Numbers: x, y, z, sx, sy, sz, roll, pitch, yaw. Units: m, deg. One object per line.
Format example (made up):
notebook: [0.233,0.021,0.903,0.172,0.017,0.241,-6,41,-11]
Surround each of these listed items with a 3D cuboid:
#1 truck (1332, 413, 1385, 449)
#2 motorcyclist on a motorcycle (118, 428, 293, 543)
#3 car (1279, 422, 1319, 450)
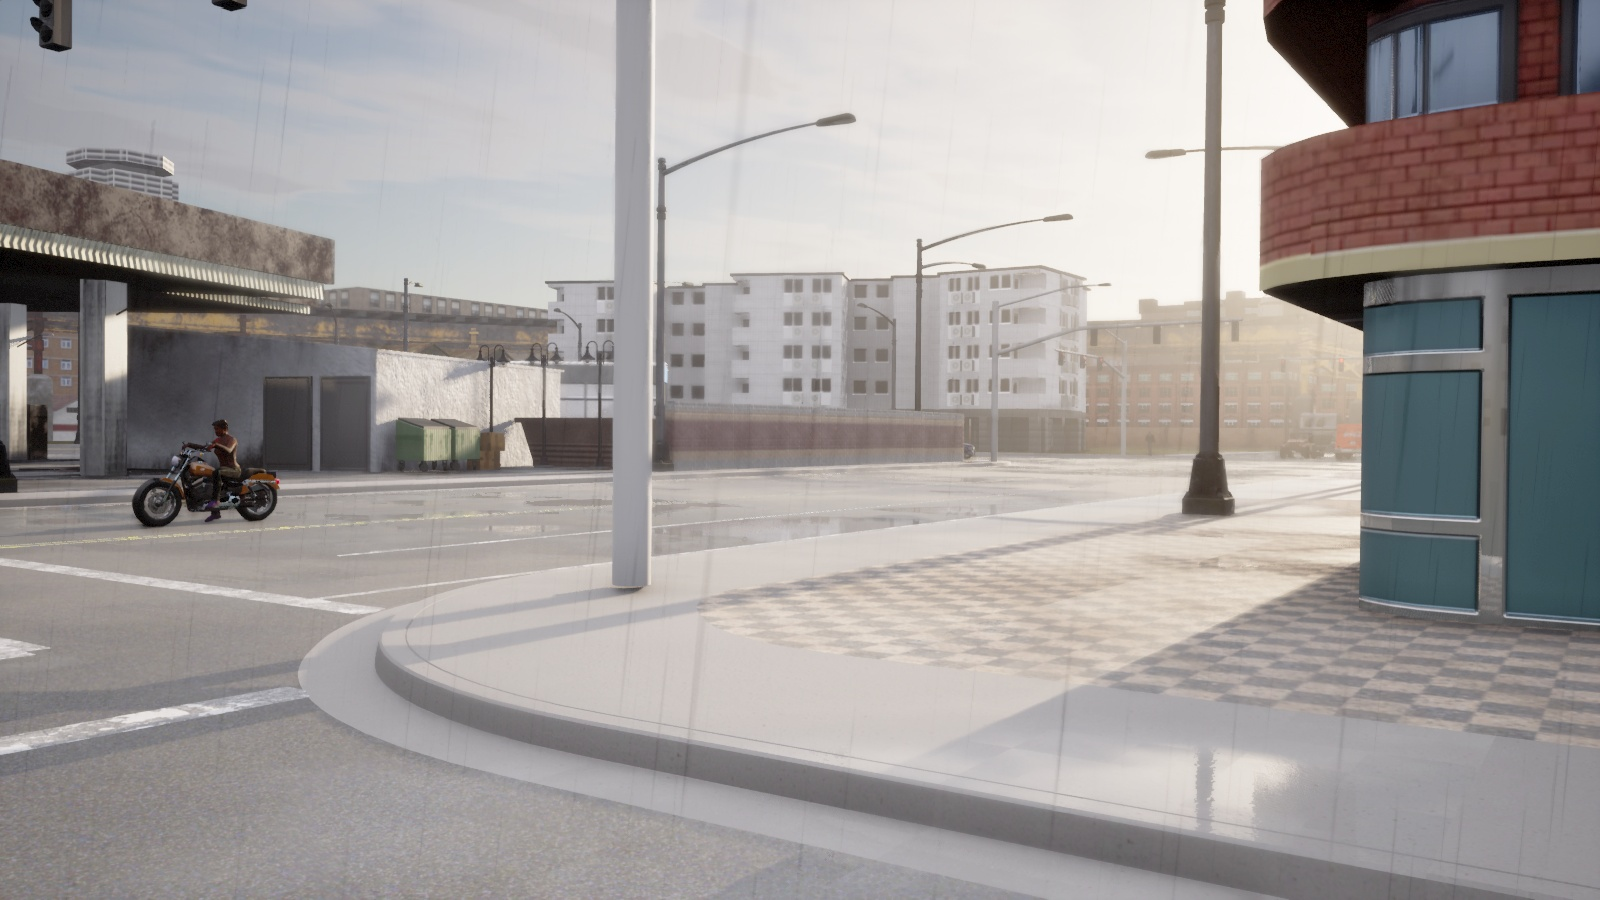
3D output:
truck: [39.399,-1.320,88.478,2.627,2.467,5.204,0,1,33]
motorcyclist on a motorcycle: [-9.084,0.500,19.299,0.766,1.649,2.350,0,1,33]
car: [35.025,-0.993,88.112,1.905,1.878,3.866,0,1,33]
